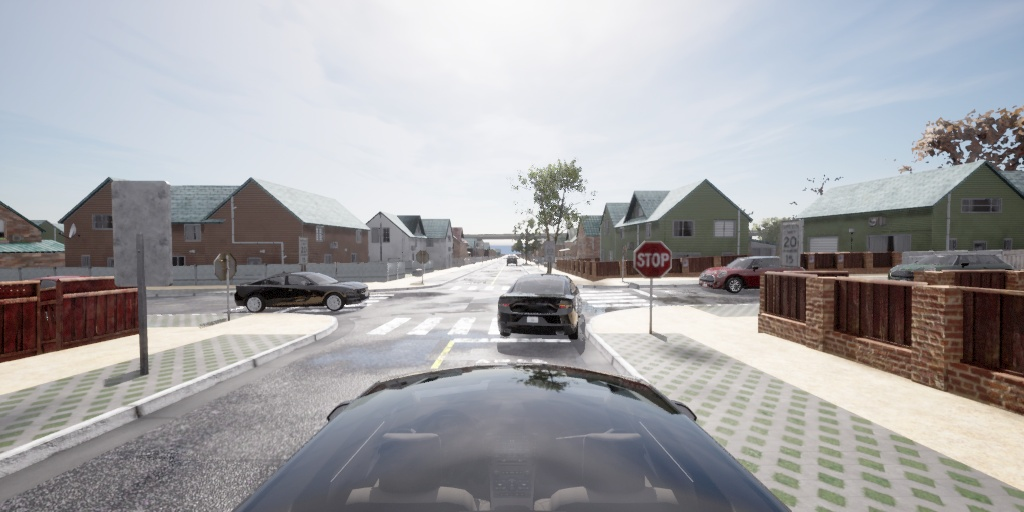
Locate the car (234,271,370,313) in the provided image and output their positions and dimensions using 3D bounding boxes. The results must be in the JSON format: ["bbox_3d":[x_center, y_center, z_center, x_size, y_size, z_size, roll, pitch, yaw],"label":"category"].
[{"bbox_3d":[-8.468,1.376,14.685,5.008,1.535,1.882,-1,2,0],"label":"car"}]

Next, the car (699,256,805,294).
[{"bbox_3d":[11.807,0.820,17.767,4.553,1.767,2.097,-1,2,0],"label":"car"}]

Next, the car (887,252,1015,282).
[{"bbox_3d":[21.702,0.646,17.838,4.553,1.767,2.097,-1,2,0],"label":"car"}]

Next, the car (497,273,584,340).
[{"bbox_3d":[0.958,1.224,10.158,1.882,1.535,5.008,0,0,12],"label":"car"}]

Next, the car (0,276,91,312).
[{"bbox_3d":[-18.021,1.546,14.623,5.008,1.535,1.882,-1,2,0],"label":"car"}]
